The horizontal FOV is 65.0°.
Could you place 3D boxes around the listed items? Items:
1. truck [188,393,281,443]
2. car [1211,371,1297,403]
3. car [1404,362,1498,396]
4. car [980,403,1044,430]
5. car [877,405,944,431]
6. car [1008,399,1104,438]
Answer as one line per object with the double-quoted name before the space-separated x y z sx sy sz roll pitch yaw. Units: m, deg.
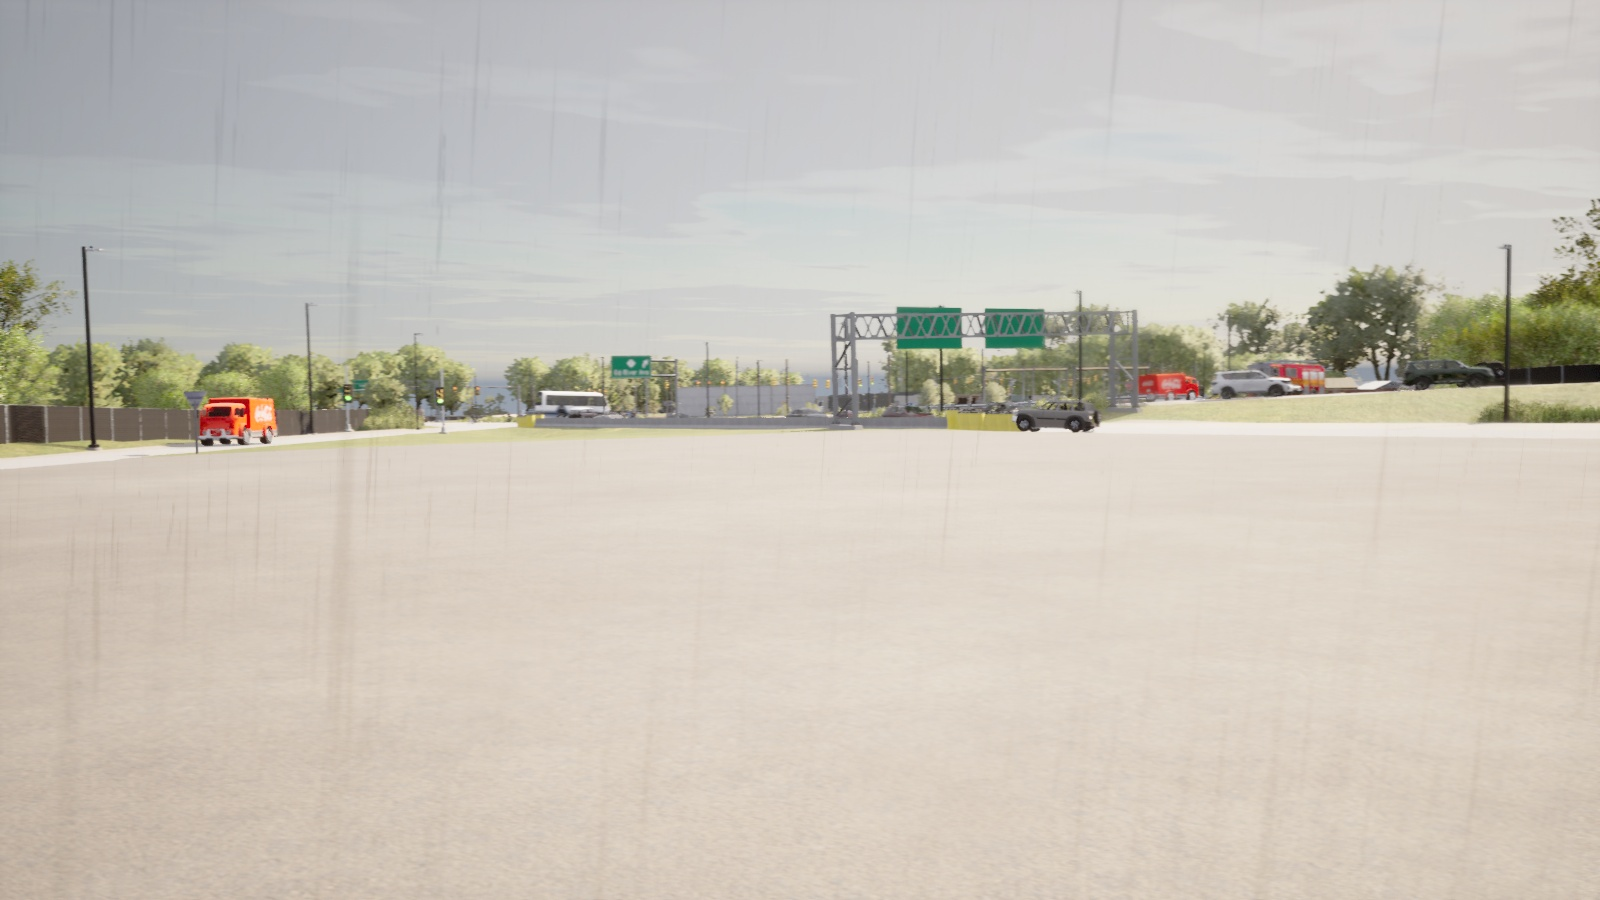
"truck" -29.374 -1.698 65.469 2.627 2.467 5.204 -1 2 -3
"car" 32.634 -4.498 90.319 5.566 2.045 2.150 -1 2 26
"car" 43.975 -4.791 84.952 5.566 2.045 2.150 -1 2 27
"car" 13.411 -2.138 79.691 1.851 1.617 3.988 -3 3 -30
"car" 7.292 -2.116 83.301 2.033 1.649 4.856 -3 3 -30
"car" 13.739 -1.711 67.433 4.605 1.855 1.932 4 1 31
